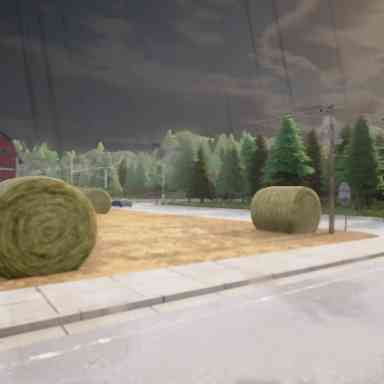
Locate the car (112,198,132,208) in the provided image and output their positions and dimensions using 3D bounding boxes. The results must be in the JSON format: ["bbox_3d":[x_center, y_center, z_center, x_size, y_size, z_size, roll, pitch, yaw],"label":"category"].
[{"bbox_3d":[-11.385,1.766,53.901,1.812,1.442,4.674,1,-1,-38],"label":"car"}]
